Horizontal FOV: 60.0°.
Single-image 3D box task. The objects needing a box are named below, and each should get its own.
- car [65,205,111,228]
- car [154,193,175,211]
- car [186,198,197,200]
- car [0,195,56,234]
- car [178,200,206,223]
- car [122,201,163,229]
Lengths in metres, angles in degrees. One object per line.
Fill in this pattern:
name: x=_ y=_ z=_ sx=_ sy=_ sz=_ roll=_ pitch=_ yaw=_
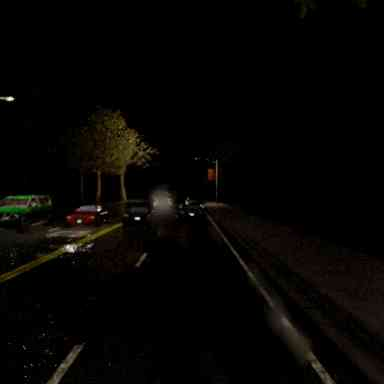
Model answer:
car: x=-6.685 y=1.543 z=21.737 sx=1.994 sy=1.385 sz=4.181 roll=0 pitch=0 yaw=0
car: x=-3.312 y=1.182 z=39.926 sx=2.150 sy=2.045 sz=5.566 roll=0 pitch=0 yaw=0
car: x=-0.075 y=1.505 z=42.318 sx=2.033 sy=1.411 sz=5.357 roll=0 pitch=0 yaw=0
car: x=-9.925 y=1.203 z=19.447 sx=2.150 sy=2.045 sz=5.566 roll=0 pitch=0 yaw=0
car: x=0.001 y=1.536 z=25.119 sx=1.994 sy=1.385 sz=4.181 roll=0 pitch=0 yaw=0
car: x=-3.235 y=1.540 z=21.671 sx=1.994 sy=1.385 sz=4.181 roll=0 pitch=0 yaw=0
